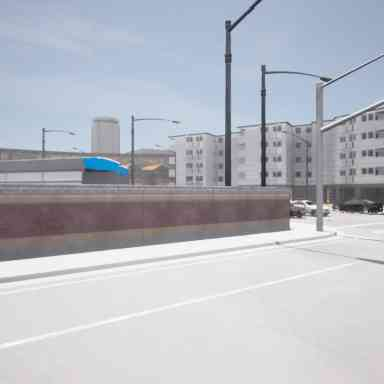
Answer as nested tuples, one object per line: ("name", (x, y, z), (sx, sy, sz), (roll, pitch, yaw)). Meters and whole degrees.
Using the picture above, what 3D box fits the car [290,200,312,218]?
("car", (7.848, 1.505, 29.722), (1.837, 1.490, 4.892), (0, 0, -35))

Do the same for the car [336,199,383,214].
("car", (17.290, 1.478, 34.934), (1.882, 1.535, 5.008), (0, 0, -34))

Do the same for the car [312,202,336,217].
("car", (10.791, 1.526, 31.646), (1.812, 1.442, 4.674), (0, 0, -36))
